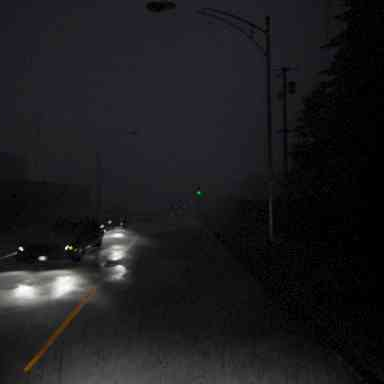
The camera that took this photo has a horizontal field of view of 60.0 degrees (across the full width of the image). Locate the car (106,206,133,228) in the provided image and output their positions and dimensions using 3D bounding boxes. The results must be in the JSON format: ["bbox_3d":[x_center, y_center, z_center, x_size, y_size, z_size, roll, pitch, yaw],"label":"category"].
[{"bbox_3d":[-5.201,1.688,22.647,1.994,1.385,4.181,-1,0,-3],"label":"car"}]

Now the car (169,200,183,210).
[{"bbox_3d":[-2.254,1.724,46.065,1.895,1.301,4.718,-1,0,-3],"label":"car"}]

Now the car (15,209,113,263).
[{"bbox_3d":[-4.692,1.644,12.796,2.033,1.411,5.357,-1,0,-3],"label":"car"}]
